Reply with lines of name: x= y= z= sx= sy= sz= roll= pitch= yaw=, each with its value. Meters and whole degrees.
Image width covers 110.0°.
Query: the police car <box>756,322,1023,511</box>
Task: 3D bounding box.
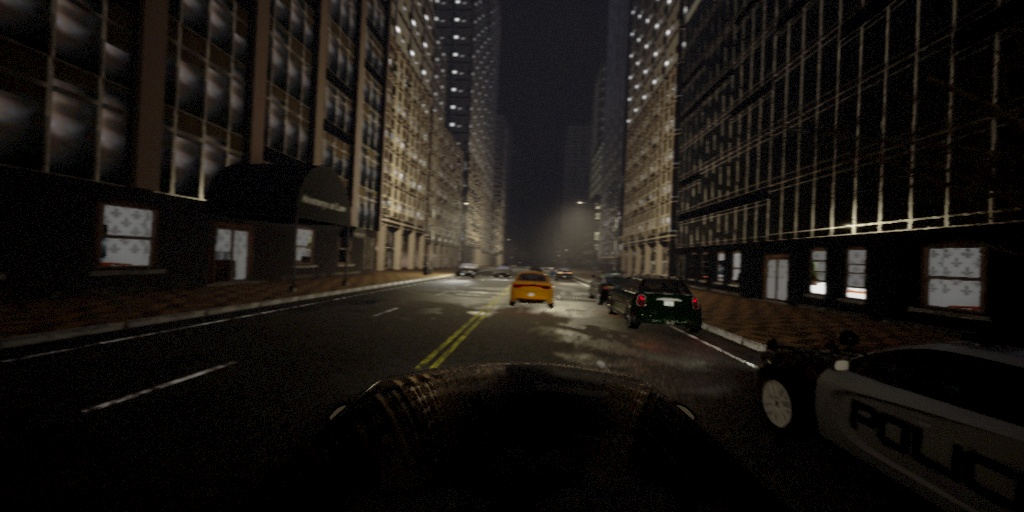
police car: x=4.119 y=1.378 z=2.915 sx=1.930 sy=1.638 sz=5.238 roll=3 pitch=-1 yaw=4

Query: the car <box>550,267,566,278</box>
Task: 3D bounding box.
car: x=6.456 y=2.278 z=50.910 sx=1.994 sy=1.385 sz=4.181 roll=3 pitch=-1 yaw=4

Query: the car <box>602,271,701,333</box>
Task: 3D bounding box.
car: x=4.802 y=1.463 z=12.752 sx=2.097 sy=1.767 sz=4.553 roll=3 pitch=-1 yaw=4

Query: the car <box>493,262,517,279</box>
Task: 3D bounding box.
car: x=-0.905 y=1.767 z=39.942 sx=2.033 sy=1.411 sz=5.357 roll=3 pitch=-1 yaw=4

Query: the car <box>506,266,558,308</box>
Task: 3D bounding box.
car: x=0.971 y=1.473 z=17.161 sx=1.882 sy=1.535 sz=5.008 roll=3 pitch=-1 yaw=4

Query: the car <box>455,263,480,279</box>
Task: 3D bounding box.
car: x=-4.415 y=1.498 z=36.204 sx=2.128 sy=1.511 sz=4.902 roll=3 pitch=-1 yaw=4

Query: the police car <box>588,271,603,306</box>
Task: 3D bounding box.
police car: x=5.222 y=1.638 z=18.875 sx=1.930 sy=1.638 sz=5.238 roll=3 pitch=-1 yaw=4

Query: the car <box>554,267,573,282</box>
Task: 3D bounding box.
car: x=5.752 y=2.021 z=40.337 sx=2.128 sy=1.511 sz=4.902 roll=3 pitch=-1 yaw=4
